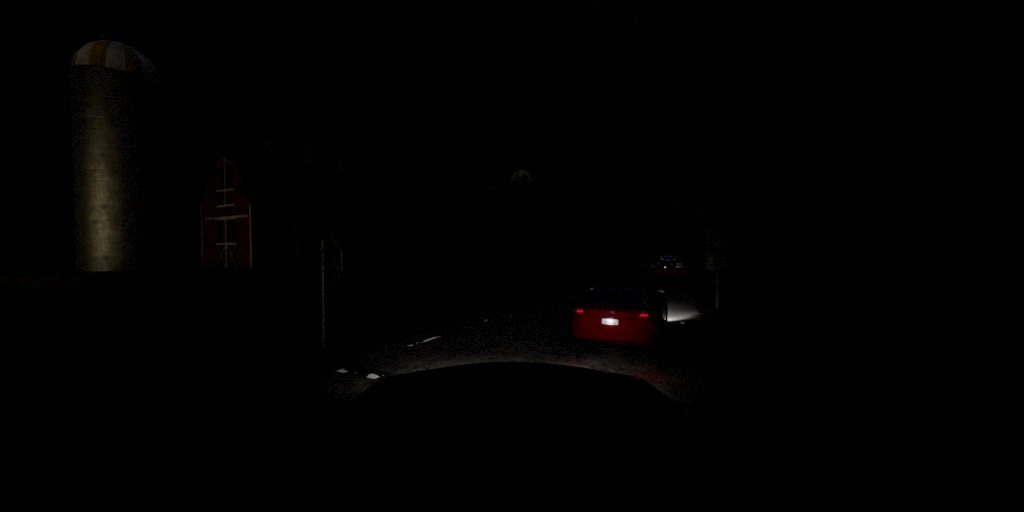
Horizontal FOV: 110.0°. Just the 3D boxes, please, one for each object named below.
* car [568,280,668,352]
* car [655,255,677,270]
[{"bbox_3d":[2.847,1.306,9.141,1.994,1.385,4.181,0,0,25],"label":"car"},{"bbox_3d":[16.371,0.787,38.094,1.895,1.301,4.718,0,1,25],"label":"car"}]
